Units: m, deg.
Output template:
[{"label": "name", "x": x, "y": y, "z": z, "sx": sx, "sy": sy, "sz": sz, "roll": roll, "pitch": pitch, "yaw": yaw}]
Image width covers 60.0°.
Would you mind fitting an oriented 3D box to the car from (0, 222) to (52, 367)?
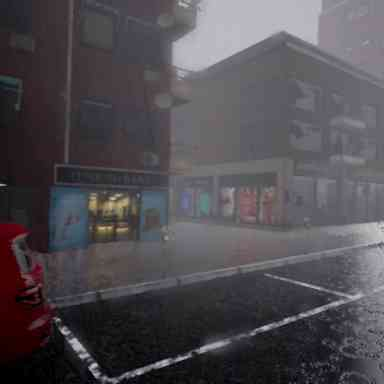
[{"label": "car", "x": -4.027, "y": 1.312, "z": 3.192, "sx": 5.009, "sy": 1.841, "sz": 2.192, "roll": 0, "pitch": 2, "yaw": -35}]
